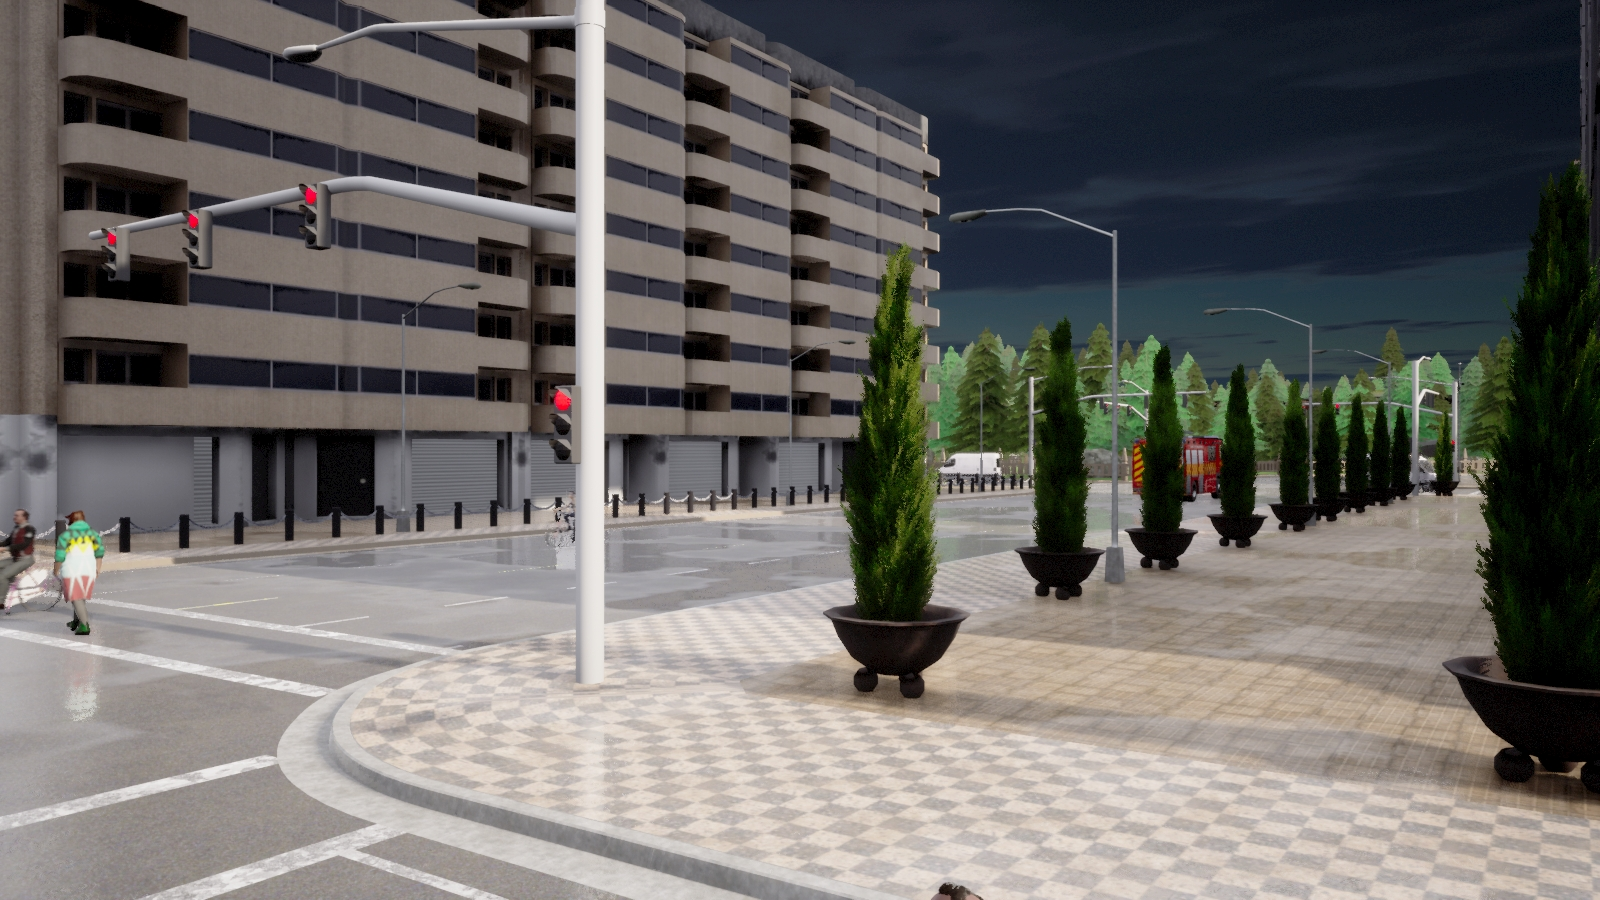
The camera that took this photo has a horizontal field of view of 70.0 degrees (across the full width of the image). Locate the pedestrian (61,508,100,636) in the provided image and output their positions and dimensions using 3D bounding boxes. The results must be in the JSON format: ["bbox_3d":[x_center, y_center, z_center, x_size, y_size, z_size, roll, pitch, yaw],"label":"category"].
[{"bbox_3d":[-10.734,1.804,17.051,0.375,1.860,0.375,0,0,34],"label":"pedestrian"}]

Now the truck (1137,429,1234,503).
[{"bbox_3d":[21.438,0.835,63.219,2.891,3.827,8.468,0,0,34],"label":"truck"}]

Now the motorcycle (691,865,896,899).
[{"bbox_3d":[0.516,2.205,3.364,2.209,1.251,0.867,0,0,34],"label":"motorcycle"}]

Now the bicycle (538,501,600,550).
[{"bbox_3d":[-6.511,2.102,32.271,1.487,1.276,0.859,0,0,-43],"label":"bicycle"}]

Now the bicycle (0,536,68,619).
[{"bbox_3d":[-13.093,2.118,18.813,0.329,1.271,1.835,0,0,28],"label":"bicycle"}]
